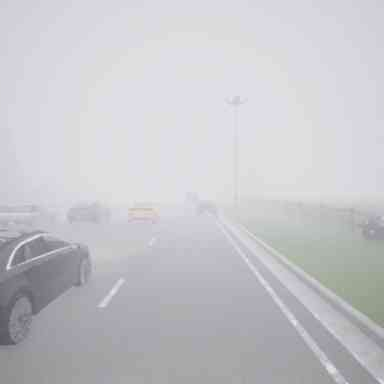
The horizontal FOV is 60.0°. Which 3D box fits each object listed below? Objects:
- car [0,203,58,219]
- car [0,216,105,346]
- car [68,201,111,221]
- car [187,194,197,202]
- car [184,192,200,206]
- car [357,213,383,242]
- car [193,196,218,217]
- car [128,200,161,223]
[{"bbox_3d":[-10.397,1.484,21.417,1.895,1.301,4.718,0,0,0],"label":"car"},{"bbox_3d":[-3.399,1.457,6.262,2.128,1.511,4.902,0,0,0],"label":"car"},{"bbox_3d":[-6.896,1.368,22.741,2.128,1.511,4.902,0,0,0],"label":"car"},{"bbox_3d":[0.012,1.157,64.244,1.837,1.490,4.892,0,0,0],"label":"car"},{"bbox_3d":[0.020,0.952,49.685,2.150,2.045,5.566,0,0,0],"label":"car"},{"bbox_3d":[8.924,1.141,13.311,3.866,1.878,1.905,0,0,0],"label":"car"},{"bbox_3d":[1.230,1.347,29.310,1.837,1.490,4.892,0,0,0],"label":"car"},{"bbox_3d":[-3.395,1.345,24.418,1.882,1.535,5.008,0,0,0],"label":"car"}]
